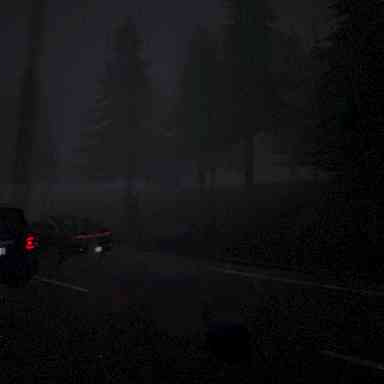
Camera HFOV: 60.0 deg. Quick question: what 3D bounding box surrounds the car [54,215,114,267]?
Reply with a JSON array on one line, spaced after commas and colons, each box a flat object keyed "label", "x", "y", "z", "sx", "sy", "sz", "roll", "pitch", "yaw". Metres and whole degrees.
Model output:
[{"label": "car", "x": -4.870, "y": 1.579, "z": 11.727, "sx": 4.902, "sy": 1.511, "sz": 2.128, "roll": 0, "pitch": 0, "yaw": 36}]

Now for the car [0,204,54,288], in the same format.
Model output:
[{"label": "car", "x": -6.065, "y": 1.302, "z": 8.272, "sx": 5.566, "sy": 2.045, "sz": 2.150, "roll": 0, "pitch": 0, "yaw": 36}]
